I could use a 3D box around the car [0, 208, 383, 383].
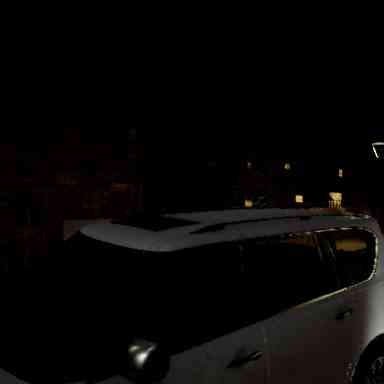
[{"bbox_3d":[-0.191,1.222,2.936,5.566,2.045,2.150,0,0,-36],"label":"car"}]
